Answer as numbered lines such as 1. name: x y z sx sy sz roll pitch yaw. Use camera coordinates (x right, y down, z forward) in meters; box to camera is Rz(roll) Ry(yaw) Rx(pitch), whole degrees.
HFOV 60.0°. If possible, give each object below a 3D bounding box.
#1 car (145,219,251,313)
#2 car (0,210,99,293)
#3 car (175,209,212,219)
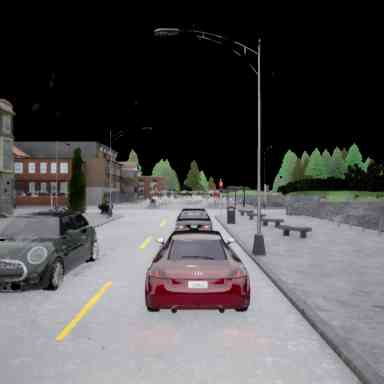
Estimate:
1. car: 0.094 1.564 7.736 1.994 1.385 4.181 0 0 0
2. car: -4.104 1.352 9.010 2.097 1.767 4.553 0 0 0
3. car: 0.081 1.547 16.972 2.033 1.411 5.357 0 0 0
